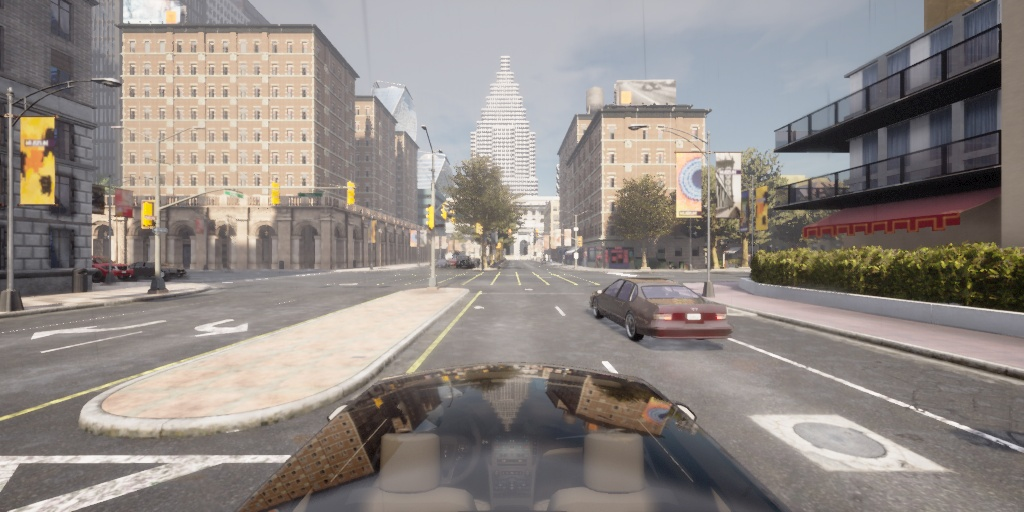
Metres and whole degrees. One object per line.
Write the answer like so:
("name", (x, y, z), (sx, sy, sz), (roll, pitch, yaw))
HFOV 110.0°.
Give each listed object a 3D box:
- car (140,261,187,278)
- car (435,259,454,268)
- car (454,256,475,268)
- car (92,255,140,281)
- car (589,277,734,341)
("car", (-32.849, 1.255, 32.965), (4.892, 1.490, 1.837), (0, 0, 0))
("car", (-11.557, 1.297, 60.073), (2.033, 1.411, 5.357), (0, 0, 0))
("car", (-8.062, 0.971, 60.697), (2.150, 2.045, 5.566), (0, 0, 0))
("car", (-34.648, 0.971, 29.438), (5.566, 2.045, 2.150), (0, 0, 0))
("car", (3.634, 1.297, 9.886), (2.033, 1.411, 5.357), (0, 0, -3))
